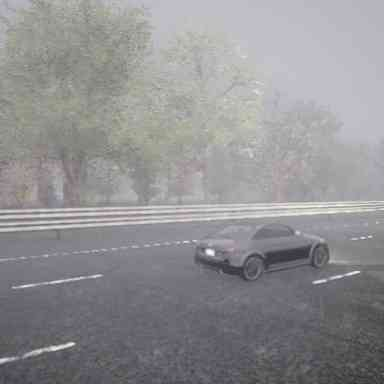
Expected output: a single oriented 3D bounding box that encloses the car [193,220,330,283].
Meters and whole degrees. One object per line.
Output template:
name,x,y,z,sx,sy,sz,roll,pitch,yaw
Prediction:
car,2.108,1.521,9.640,4.181,1.385,1.994,0,0,-35
